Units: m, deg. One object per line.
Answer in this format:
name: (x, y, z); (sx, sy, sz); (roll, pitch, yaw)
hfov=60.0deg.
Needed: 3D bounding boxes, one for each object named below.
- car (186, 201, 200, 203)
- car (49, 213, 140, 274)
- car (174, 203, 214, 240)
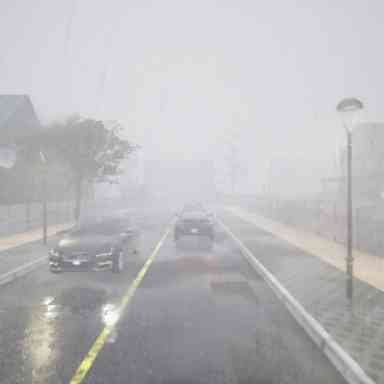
car: (0.099, 1.596, 33.251); (1.895, 1.301, 4.718); (0, 0, 0)
car: (-2.848, 1.492, 10.628); (1.837, 1.490, 4.892); (0, 0, 0)
car: (0.097, 1.511, 16.720); (1.812, 1.442, 4.674); (0, 0, 0)
